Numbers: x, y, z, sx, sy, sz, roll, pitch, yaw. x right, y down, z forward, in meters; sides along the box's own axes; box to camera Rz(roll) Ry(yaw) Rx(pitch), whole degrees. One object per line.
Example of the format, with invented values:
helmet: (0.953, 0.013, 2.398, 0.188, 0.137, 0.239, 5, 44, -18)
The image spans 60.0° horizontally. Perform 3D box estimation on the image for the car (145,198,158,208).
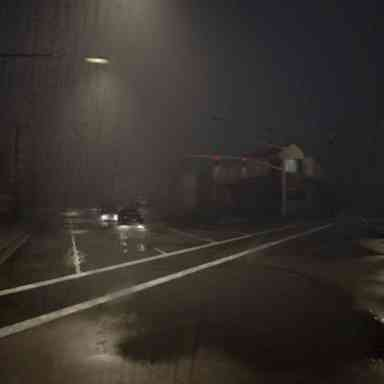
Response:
car: (-8.212, 2.484, 67.742, 1.994, 1.385, 4.181, 0, -1, -21)

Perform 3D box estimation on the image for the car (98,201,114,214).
car: (-11.653, 2.367, 46.755, 1.895, 1.301, 4.718, 0, 0, -20)

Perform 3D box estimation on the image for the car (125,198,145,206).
car: (-11.343, 2.397, 66.123, 2.128, 1.511, 4.902, 0, -1, -21)

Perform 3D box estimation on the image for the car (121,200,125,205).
car: (-15.008, 2.582, 75.889, 1.994, 1.385, 4.181, 0, -3, -21)

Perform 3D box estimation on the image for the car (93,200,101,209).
car: (-17.343, 2.356, 62.087, 1.837, 1.490, 4.892, 0, -1, -20)

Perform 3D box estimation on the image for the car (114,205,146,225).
car: (-5.882, 2.230, 31.357, 1.812, 1.442, 4.674, 0, -1, -21)
